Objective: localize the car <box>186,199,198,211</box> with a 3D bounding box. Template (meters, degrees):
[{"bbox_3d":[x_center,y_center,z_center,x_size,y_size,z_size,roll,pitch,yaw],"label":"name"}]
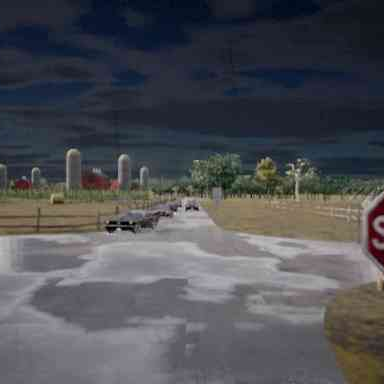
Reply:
[{"bbox_3d":[0.021,2.131,50.887,1.895,1.301,4.718,0,-1,0],"label":"car"}]

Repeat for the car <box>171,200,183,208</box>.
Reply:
[{"bbox_3d":[-2.861,2.212,63.158,1.994,1.385,4.181,0,-1,0],"label":"car"}]

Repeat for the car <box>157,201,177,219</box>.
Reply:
[{"bbox_3d":[-2.901,1.927,33.722,1.994,1.385,4.181,0,-1,0],"label":"car"}]

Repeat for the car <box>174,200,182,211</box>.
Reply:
[{"bbox_3d":[-2.909,2.028,45.695,2.033,1.411,5.357,0,-1,0],"label":"car"}]

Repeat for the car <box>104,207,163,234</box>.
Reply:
[{"bbox_3d":[-3.664,1.833,21.047,1.895,1.301,4.718,0,-1,13],"label":"car"}]

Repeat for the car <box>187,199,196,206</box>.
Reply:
[{"bbox_3d":[-0.039,2.186,69.831,1.882,1.535,5.008,0,-1,0],"label":"car"}]
